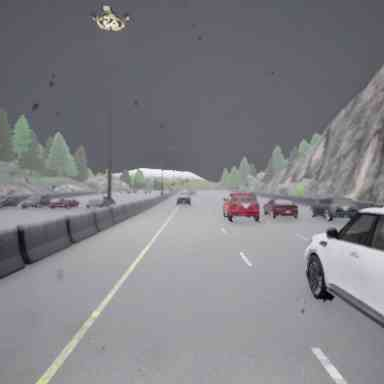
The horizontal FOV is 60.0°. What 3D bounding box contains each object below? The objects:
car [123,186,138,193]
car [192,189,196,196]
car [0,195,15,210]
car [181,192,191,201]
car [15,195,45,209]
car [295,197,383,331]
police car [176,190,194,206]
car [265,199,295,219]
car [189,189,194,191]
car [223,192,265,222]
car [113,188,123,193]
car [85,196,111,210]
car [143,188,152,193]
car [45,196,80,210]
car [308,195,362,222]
[{"bbox_3d":[-14.007,-0.315,77.698,2.150,2.045,5.566,0,1,0],"label":"car"},{"bbox_3d":[-0.006,0.133,79.646,2.033,1.411,5.357,0,1,0],"label":"car"},{"bbox_3d":[-21.094,1.140,36.946,2.128,1.511,4.902,0,1,0],"label":"car"},{"bbox_3d":[-1.055,0.710,60.081,1.812,1.442,4.674,0,1,0],"label":"car"},{"bbox_3d":[-17.594,1.141,37.780,1.837,1.490,4.892,0,1,0],"label":"car"},{"bbox_3d":[3.599,1.201,5.136,2.150,2.045,5.566,0,0,0],"label":"car"},{"bbox_3d":[-1.054,0.949,44.175,1.930,1.638,5.238,0,1,0],"label":"police car"},{"bbox_3d":[7.097,1.271,27.038,1.882,1.535,5.008,0,1,0],"label":"car"},{"bbox_3d":[-1.055,0.772,54.264,1.801,1.575,5.366,0,1,0],"label":"car"},{"bbox_3d":[3.597,1.042,24.826,2.150,2.045,5.566,0,1,0],"label":"car"},{"bbox_3d":[-17.507,-0.291,79.172,2.097,1.767,4.553,0,1,0],"label":"car"},{"bbox_3d":[-10.592,1.162,37.772,1.812,1.442,4.674,0,1,0],"label":"car"},{"bbox_3d":[-10.507,-0.145,79.146,1.837,1.490,4.892,0,1,0],"label":"car"},{"bbox_3d":[-14.094,1.250,36.942,1.895,1.301,4.718,0,1,0],"label":"car"},{"bbox_3d":[10.597,1.170,25.086,2.097,1.767,4.553,0,1,0],"label":"car"}]
